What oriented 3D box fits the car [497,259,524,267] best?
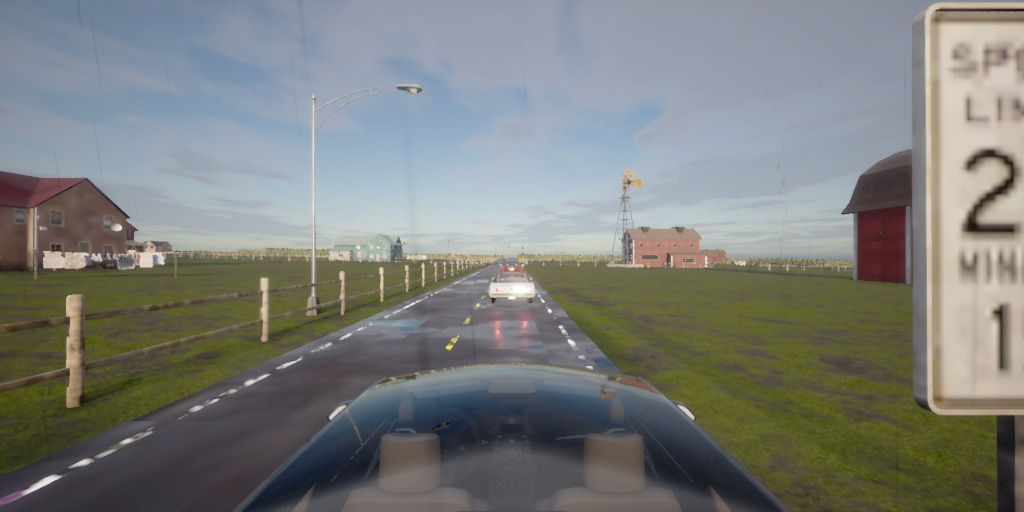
[{"bbox_3d":[0.000,1.130,31.470,2.097,1.767,4.553,0,0,0],"label":"car"}]

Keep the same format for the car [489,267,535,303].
[{"bbox_3d":[0.000,1.371,16.530,1.895,1.301,4.718,0,0,0],"label":"car"}]
